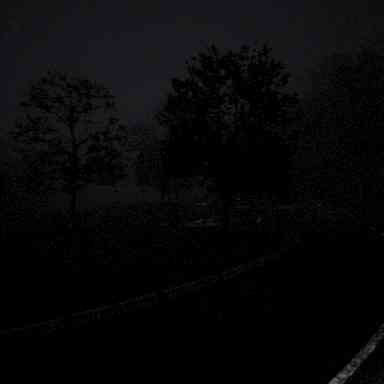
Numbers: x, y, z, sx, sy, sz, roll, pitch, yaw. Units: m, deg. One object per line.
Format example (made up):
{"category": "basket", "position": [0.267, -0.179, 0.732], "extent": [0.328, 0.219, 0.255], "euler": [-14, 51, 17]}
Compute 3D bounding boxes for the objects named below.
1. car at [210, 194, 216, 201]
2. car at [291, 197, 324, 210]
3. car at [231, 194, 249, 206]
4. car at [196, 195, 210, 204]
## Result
{"category": "car", "position": [3.891, 1.535, 95.182], "extent": [5.566, 2.045, 2.435], "euler": [0, 0, 16]}
{"category": "car", "position": [14.834, 1.434, 43.016], "extent": [1.882, 1.535, 5.008], "euler": [0, 0, -18]}
{"category": "car", "position": [7.111, 1.245, 53.428], "extent": [2.150, 2.045, 5.566], "euler": [0, -1, -22]}
{"category": "car", "position": [1.874, 1.709, 69.108], "extent": [1.994, 1.385, 4.181], "euler": [0, 0, -5]}
